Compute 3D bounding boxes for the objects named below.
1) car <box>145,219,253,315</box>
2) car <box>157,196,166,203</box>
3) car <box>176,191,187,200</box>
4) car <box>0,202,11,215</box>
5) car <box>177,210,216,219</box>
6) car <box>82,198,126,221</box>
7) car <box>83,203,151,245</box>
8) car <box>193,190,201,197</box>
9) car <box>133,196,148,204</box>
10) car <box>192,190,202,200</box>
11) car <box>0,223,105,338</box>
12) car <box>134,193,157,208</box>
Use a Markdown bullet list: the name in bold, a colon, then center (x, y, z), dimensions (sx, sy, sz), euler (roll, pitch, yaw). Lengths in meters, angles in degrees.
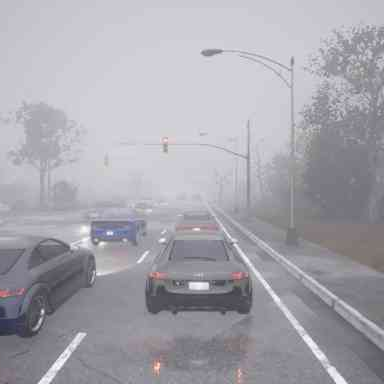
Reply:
- **car**: center (0.145, 1.564, 7.659), dimensions (1.994, 1.385, 4.181), euler (0, 0, 1)
- **car**: center (-6.105, 1.440, 65.207), dimensions (2.033, 1.411, 5.357), euler (0, 2, 1)
- **car**: center (-2.418, 1.045, 74.092), dimensions (1.994, 1.385, 4.181), euler (0, 3, 1)
- **car**: center (-19.779, 1.526, 31.555), dimensions (4.674, 1.442, 1.812), euler (0, 0, -4)
- **car**: center (0.232, 1.564, 16.058), dimensions (1.994, 1.385, 4.181), euler (0, 0, 1)
- **car**: center (-6.834, 1.491, 25.417), dimensions (2.128, 1.511, 4.902), euler (0, 0, 1)
- **car**: center (-3.279, 1.478, 15.620), dimensions (1.882, 1.535, 5.008), euler (0, 0, -1)
- **car**: center (1.249, 0.317, 84.031), dimensions (1.837, 1.490, 4.892), euler (0, 3, 1)
- **car**: center (-9.665, 1.463, 62.693), dimensions (1.837, 1.490, 4.892), euler (0, 0, 1)
- **car**: center (1.081, 0.850, 73.994), dimensions (2.097, 1.767, 4.553), euler (0, 3, 1)
- **car**: center (-3.357, 1.564, 6.633), dimensions (1.994, 1.385, 4.181), euler (0, 0, 0)
- **car**: center (-6.495, 1.352, 45.477), dimensions (2.097, 1.767, 4.553), euler (0, 0, 1)
